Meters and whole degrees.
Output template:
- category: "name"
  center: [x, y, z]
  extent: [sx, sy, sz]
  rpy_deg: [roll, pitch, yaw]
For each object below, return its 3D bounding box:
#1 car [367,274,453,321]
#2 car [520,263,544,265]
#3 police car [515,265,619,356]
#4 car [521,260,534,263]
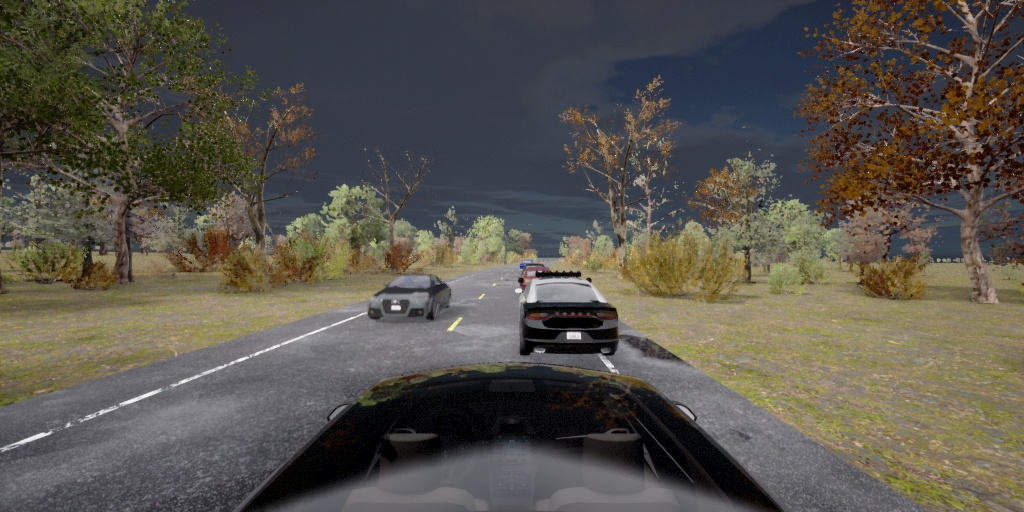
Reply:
- category: "car"
  center: [-3.337, 1.317, 12.415]
  extent: [1.994, 1.385, 4.181]
  rpy_deg: [0, 0, 1]
- category: "car"
  center: [1.325, 1.281, 18.633]
  extent: [1.812, 1.442, 4.674]
  rpy_deg: [0, 0, 2]
- category: "police car"
  center: [1.107, 1.177, 8.790]
  extent: [1.930, 1.638, 5.238]
  rpy_deg: [0, 0, 1]
- category: "car"
  center: [1.533, 1.266, 24.603]
  extent: [1.837, 1.490, 4.892]
  rpy_deg: [0, 0, 2]
